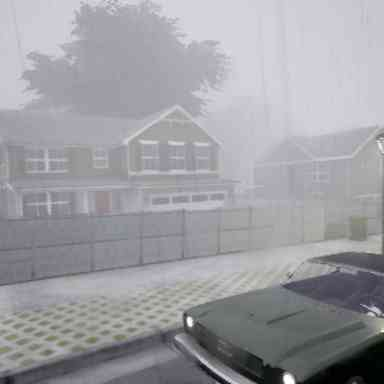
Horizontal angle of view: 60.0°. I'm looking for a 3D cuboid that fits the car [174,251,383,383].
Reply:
[{"bbox_3d":[2.157,1.587,4.434,4.718,1.301,1.895,0,0,-34],"label":"car"}]
